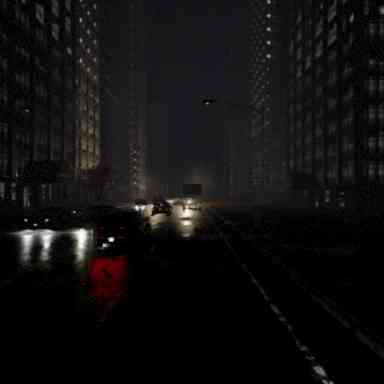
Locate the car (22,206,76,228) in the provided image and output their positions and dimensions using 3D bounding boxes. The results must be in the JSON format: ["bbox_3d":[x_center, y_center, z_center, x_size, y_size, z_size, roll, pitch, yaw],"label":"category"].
[{"bbox_3d":[-9.840,1.700,23.563,2.033,1.411,5.357,0,0,0],"label":"car"}]

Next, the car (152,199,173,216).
[{"bbox_3d":[-3.141,1.775,35.312,2.033,1.411,5.357,0,0,0],"label":"car"}]

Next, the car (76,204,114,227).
[{"bbox_3d":[-6.588,1.636,24.512,1.882,1.535,5.008,0,0,0],"label":"car"}]

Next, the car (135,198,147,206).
[{"bbox_3d":[-9.743,1.907,64.041,2.128,1.511,4.902,0,0,0],"label":"car"}]

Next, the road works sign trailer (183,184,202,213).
[{"bbox_3d":[0.029,0.733,41.785,2.380,3.560,2.880,0,0,1],"label":"road works sign trailer"}]

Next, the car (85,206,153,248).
[{"bbox_3d":[-3.145,1.605,15.380,1.837,1.490,4.892,0,0,0],"label":"car"}]

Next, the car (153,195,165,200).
[{"bbox_3d":[-6.484,1.627,65.385,2.150,2.045,5.566,0,0,0],"label":"car"}]
